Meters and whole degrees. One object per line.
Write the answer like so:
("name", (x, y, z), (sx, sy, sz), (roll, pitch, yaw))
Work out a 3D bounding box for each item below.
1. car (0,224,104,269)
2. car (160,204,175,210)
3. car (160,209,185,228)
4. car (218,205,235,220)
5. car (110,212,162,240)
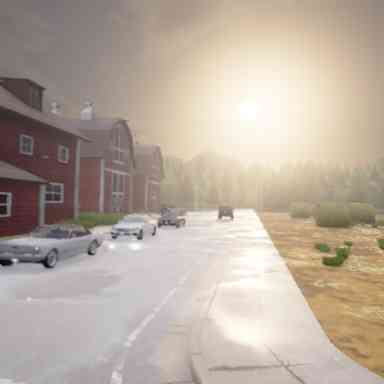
("car", (-5.196, 1.924, 12.640), (1.895, 1.301, 4.718), (1, -2, 10))
("car", (-3.188, 2.733, 47.637), (1.905, 1.878, 3.866), (9, -4, -32))
("car", (-1.905, 2.606, 31.250), (1.994, 1.385, 4.181), (1, -2, 11))
("car", (5.151, 3.053, 50.175), (2.150, 2.045, 5.566), (1, -2, 9))
("car", (-3.627, 2.190, 21.468), (1.812, 1.442, 4.674), (1, -2, 10))
